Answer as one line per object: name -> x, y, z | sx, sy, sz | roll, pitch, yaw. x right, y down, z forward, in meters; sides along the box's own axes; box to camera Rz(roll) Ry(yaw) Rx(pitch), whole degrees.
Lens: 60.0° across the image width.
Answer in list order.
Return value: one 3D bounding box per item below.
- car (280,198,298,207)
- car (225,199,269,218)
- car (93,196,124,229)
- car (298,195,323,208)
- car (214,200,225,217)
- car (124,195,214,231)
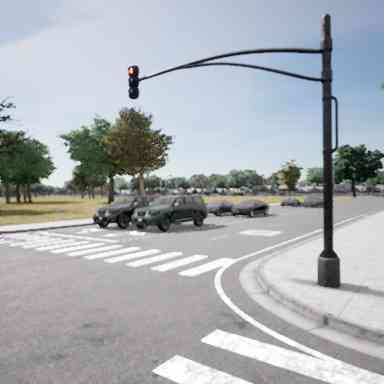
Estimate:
car -> 14.353, 1.494, 48.168 | 1.994, 1.385, 4.181 | -1, 0, 36
car -> 5.348, 1.442, 30.252 | 1.882, 1.535, 5.008 | -1, 0, 36
car -> -4.072, 1.263, 22.771 | 2.150, 2.045, 5.566 | -1, 0, 34
car -> 16.759, 1.252, 45.956 | 2.097, 1.767, 4.553 | -1, 0, 36
car -> 2.601, 1.520, 31.994 | 1.812, 1.442, 4.674 | -1, 0, 36
car -> -1.252, 1.232, 21.054 | 2.150, 2.045, 5.566 | -1, 0, 38
